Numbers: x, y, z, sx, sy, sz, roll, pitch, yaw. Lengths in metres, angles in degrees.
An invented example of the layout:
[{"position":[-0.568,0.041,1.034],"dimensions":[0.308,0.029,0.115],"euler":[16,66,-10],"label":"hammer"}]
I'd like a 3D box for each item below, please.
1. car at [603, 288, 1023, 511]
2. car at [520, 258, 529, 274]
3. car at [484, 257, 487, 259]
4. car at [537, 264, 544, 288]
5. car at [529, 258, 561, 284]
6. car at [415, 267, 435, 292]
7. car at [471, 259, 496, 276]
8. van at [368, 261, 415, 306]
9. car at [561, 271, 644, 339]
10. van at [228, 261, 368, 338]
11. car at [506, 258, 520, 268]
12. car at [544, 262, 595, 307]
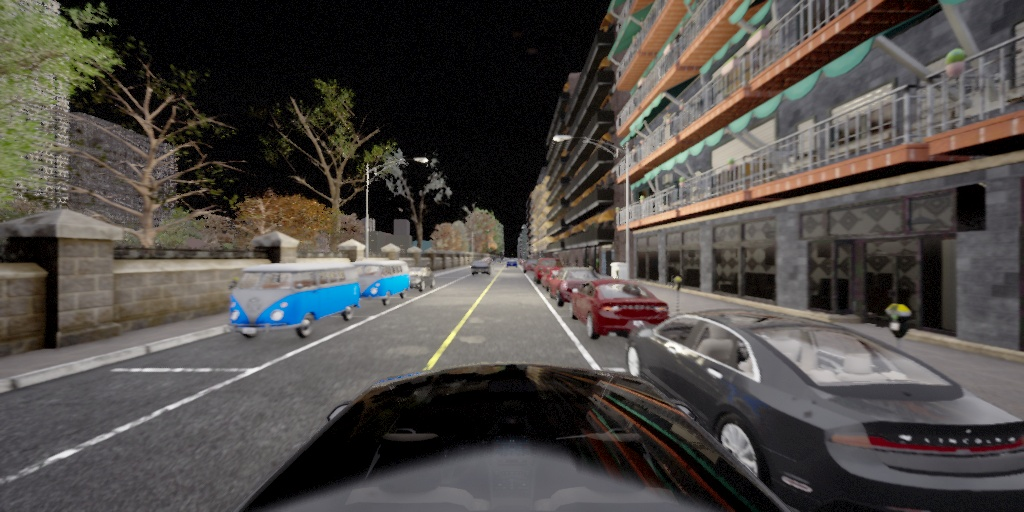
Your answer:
[{"position":[2.690,1.300,4.240],"dimensions":[2.007,1.370,4.403],"euler":[0,0,0],"label":"car"},{"position":[2.374,1.132,42.440],"dimensions":[2.097,1.767,4.553],"euler":[0,0,0],"label":"car"},{"position":[-5.709,1.366,60.540],"dimensions":[1.948,1.339,4.313],"euler":[0,0,0],"label":"car"},{"position":[2.685,1.339,21.130],"dimensions":[1.802,1.307,4.207],"euler":[0,0,0],"label":"car"},{"position":[2.683,1.077,26.759],"dimensions":[2.192,1.841,5.009],"euler":[0,0,0],"label":"car"},{"position":[-5.696,1.308,21.126],"dimensions":[2.007,1.370,4.403],"euler":[0,0,0],"label":"car"},{"position":[-3.107,1.321,37.407],"dimensions":[2.033,1.411,5.357],"euler":[0,0,0],"label":"car"},{"position":[-5.694,1.094,15.496],"dimensions":[1.690,1.789,3.998],"euler":[0,0,0],"label":"van"},{"position":[2.688,1.296,9.869],"dimensions":[1.888,1.381,4.507],"euler":[0,0,0],"label":"car"},{"position":[-5.692,1.092,9.867],"dimensions":[1.690,1.789,3.998],"euler":[0,0,0],"label":"van"},{"position":[-0.018,1.279,61.701],"dimensions":[1.882,1.535,5.008],"euler":[0,0,0],"label":"car"},{"position":[2.687,1.193,15.499],"dimensions":[1.967,1.591,4.097],"euler":[0,0,0],"label":"car"}]
